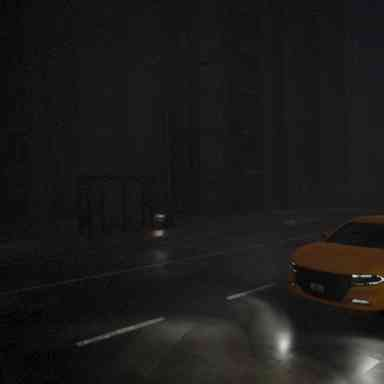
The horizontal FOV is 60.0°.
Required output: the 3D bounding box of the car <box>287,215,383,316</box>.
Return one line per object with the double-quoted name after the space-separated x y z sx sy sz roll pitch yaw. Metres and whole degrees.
4.097 1.267 7.145 5.008 1.535 1.882 -2 1 -37 "car"
